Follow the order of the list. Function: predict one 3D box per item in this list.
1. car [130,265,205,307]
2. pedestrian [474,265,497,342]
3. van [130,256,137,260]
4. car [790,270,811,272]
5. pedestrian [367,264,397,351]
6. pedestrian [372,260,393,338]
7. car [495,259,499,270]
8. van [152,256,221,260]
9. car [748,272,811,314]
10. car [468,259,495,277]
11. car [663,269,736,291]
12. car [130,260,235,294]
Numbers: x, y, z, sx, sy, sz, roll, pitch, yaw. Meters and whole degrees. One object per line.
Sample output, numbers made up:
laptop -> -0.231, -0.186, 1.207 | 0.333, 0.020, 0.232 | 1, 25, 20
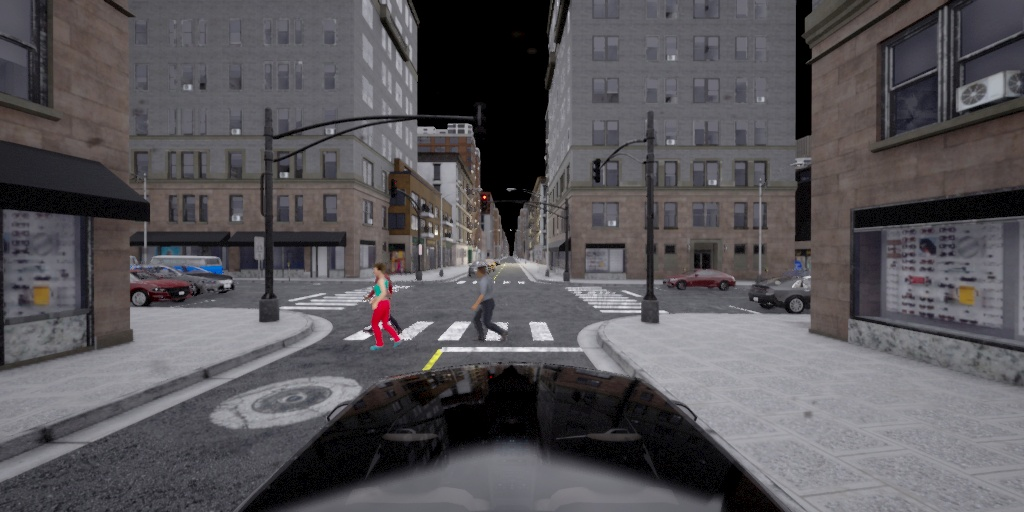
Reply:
car -> -15.156, 1.187, 14.016 | 4.507, 1.381, 1.888 | 0, 0, 0
pedestrian -> -0.604, 1.042, 8.173 | 0.375, 1.860, 0.375 | 0, 0, 0
van -> -26.113, 0.828, 22.616 | 3.998, 1.789, 1.690 | 0, 0, 0
car -> 15.986, 1.478, 19.780 | 4.181, 1.385, 1.994 | 1, 0, 0
pedestrian -> -2.739, 1.042, 7.571 | 0.375, 1.860, 0.375 | 0, 0, 0
pedestrian -> -3.158, 1.042, 8.771 | 0.375, 1.860, 0.375 | 0, 0, 0
car -> -3.139, 1.183, 47.126 | 1.882, 1.535, 5.008 | 0, 0, 0
van -> -20.622, 0.881, 22.583 | 3.998, 1.789, 1.690 | 0, 0, 0
car -> 11.607, 1.455, 13.853 | 4.403, 1.370, 2.007 | 0, 0, 0
car -> -3.126, 1.213, 34.838 | 2.128, 1.511, 4.902 | 0, 0, 0
car -> 11.633, 1.438, 22.379 | 4.207, 1.307, 1.802 | 0, 0, 0
car -> -15.753, 1.110, 16.772 | 4.902, 1.511, 2.128 | 1, 0, 0
